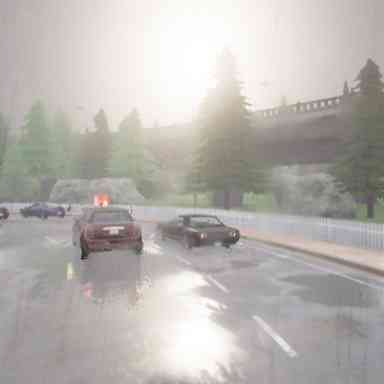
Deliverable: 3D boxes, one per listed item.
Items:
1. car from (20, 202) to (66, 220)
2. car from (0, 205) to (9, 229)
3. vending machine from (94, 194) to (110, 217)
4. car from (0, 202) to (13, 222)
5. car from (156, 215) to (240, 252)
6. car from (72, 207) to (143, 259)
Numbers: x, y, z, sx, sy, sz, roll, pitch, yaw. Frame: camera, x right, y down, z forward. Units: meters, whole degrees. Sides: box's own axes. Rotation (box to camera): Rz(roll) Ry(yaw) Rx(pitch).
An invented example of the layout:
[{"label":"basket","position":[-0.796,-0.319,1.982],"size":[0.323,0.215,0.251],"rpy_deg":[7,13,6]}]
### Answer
[{"label":"car","position":[-12.775,1.572,28.558],"size":[4.674,1.442,1.812],"rpy_deg":[0,0,34]},{"label":"car","position":[-13.359,1.521,20.238],"size":[5.008,1.535,1.882],"rpy_deg":[0,0,39]},{"label":"vending machine","position":[-8.319,1.231,30.604],"size":[0.880,2.100,1.100],"rpy_deg":[0,0,36]},{"label":"car","position":[-16.748,1.581,26.923],"size":[4.674,1.442,1.812],"rpy_deg":[0,0,29]},{"label":"car","position":[0.014,1.608,14.160],"size":[1.895,1.301,4.718],"rpy_deg":[0,0,-24]},{"label":"car","position":[-3.469,1.366,13.066],"size":[2.097,1.767,4.553],"rpy_deg":[0,0,-24]}]
